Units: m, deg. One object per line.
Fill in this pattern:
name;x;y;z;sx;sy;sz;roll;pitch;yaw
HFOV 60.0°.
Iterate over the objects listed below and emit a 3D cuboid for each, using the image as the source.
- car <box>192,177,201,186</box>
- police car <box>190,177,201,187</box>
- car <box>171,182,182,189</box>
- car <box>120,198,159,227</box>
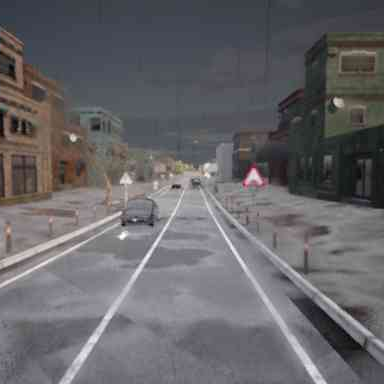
car;1.091;-2.716;84.024;2.150;2.045;5.566;0;3;0
police car;1.069;-2.022;74.126;1.930;1.638;5.238;0;3;0
car;-2.880;-1.194;62.485;1.895;1.301;4.718;0;4;1
car;-3.054;1.159;20.181;1.837;1.490;4.892;0;2;0
